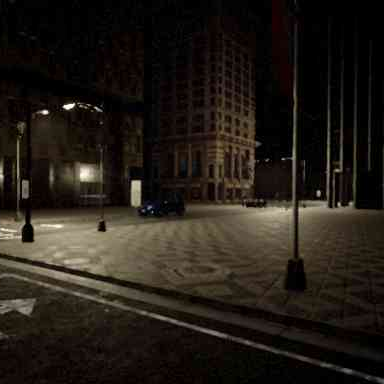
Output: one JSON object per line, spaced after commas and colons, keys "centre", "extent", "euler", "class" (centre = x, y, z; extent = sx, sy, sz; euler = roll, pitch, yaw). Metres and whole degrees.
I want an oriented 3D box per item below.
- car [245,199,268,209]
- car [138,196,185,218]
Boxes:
{"centre": [9.924, 1.787, 51.000], "extent": [1.882, 1.535, 5.008], "euler": [1, 0, 36], "class": "car"}
{"centre": [-2.892, 1.412, 33.023], "extent": [2.150, 2.045, 5.566], "euler": [1, 0, 36], "class": "car"}
